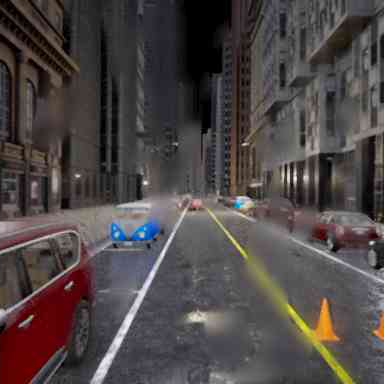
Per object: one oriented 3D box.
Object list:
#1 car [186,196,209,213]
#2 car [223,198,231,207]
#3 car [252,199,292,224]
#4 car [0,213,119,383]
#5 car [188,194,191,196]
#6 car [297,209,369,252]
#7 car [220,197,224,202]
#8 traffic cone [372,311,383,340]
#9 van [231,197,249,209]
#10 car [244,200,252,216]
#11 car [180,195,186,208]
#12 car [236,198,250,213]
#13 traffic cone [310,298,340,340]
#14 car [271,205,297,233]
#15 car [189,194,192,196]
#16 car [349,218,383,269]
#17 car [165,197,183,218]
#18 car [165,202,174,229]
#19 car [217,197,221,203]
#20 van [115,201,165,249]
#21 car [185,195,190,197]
[{"bbox_3d":[0.627,1.583,38.736,1.882,1.535,5.008,0,0,0],"label":"car"},{"bbox_3d":[6.496,1.771,53.417,1.802,1.307,4.206,1,0,0],"label":"car"},{"bbox_3d":[6.297,1.424,25.408,2.192,1.841,5.009,1,0,0],"label":"car"},{"bbox_3d":[-2.390,1.306,3.049,2.192,1.841,5.009,1,0,0],"label":"car"},{"bbox_3d":[-1.866,1.742,75.869,1.887,1.381,4.507,1,0,0],"label":"car"},{"bbox_3d":[6.215,1.519,14.204,1.967,1.590,4.097,1,0,0],"label":"car"},{"bbox_3d":[6.537,1.788,59.019,1.802,1.307,4.206,1,0,0],"label":"car"},{"bbox_3d":[3.106,1.990,5.270,0.340,0.580,0.340,0,0,0],"label":"traffic cone"},{"bbox_3d":[6.418,1.498,42.214,1.690,1.788,3.998,1,0,0],"label":"van"},{"bbox_3d":[6.334,1.707,31.009,1.802,1.307,4.206,1,0,0],"label":"car"},{"bbox_3d":[-2.108,1.536,42.260,1.967,1.590,4.097,1,0,0],"label":"car"},{"bbox_3d":[6.377,1.666,36.781,1.752,1.417,4.829,1,0,0],"label":"car"},{"bbox_3d":[2.106,1.983,5.277,0.340,0.580,0.340,0,0,0],"label":"traffic cone"},{"bbox_3d":[6.254,1.676,19.805,1.802,1.307,4.206,1,0,0],"label":"car"},{"bbox_3d":[-1.823,1.529,81.471,2.192,1.841,5.009,1,0,0],"label":"car"},{"bbox_3d":[6.173,1.615,8.601,2.008,1.369,4.403,1,0,0],"label":"car"},{"bbox_3d":[-2.189,1.505,31.057,1.967,1.590,4.097,1,0,0],"label":"car"},{"bbox_3d":[-2.272,1.558,19.683,1.752,1.417,4.829,1,0,0],"label":"car"},{"bbox_3d":[6.659,1.802,75.825,1.887,1.381,4.507,1,0,0],"label":"car"},{"bbox_3d":[-2.309,1.360,14.252,1.690,1.788,3.998,1,0,0],"label":"van"},{"bbox_3d":[-1.947,1.713,64.665,2.008,1.369,4.403,1,0,0],"label":"car"}]
